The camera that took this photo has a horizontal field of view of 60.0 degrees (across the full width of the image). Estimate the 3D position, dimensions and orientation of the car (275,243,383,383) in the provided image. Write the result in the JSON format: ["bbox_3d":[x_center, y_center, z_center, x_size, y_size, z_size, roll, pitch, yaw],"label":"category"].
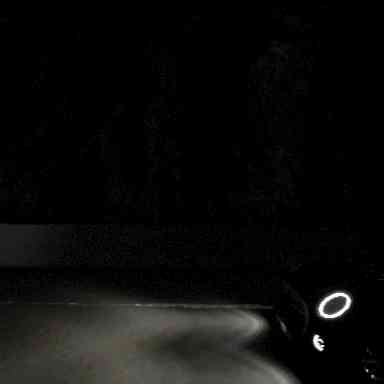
[{"bbox_3d":[3.563,1.358,4.714,4.553,1.767,2.097,1,1,0],"label":"car"}]
